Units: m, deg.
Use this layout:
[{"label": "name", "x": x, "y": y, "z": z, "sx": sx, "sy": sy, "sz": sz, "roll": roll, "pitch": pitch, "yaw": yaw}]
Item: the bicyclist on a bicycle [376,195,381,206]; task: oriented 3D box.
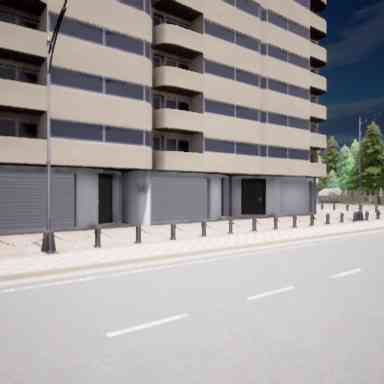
[{"label": "bicyclist on a bicycle", "x": 29.040, "y": 1.330, "z": 51.820, "sx": 1.656, "sy": 1.620, "sz": 0.582, "roll": 0, "pitch": 0, "yaw": -36}]
